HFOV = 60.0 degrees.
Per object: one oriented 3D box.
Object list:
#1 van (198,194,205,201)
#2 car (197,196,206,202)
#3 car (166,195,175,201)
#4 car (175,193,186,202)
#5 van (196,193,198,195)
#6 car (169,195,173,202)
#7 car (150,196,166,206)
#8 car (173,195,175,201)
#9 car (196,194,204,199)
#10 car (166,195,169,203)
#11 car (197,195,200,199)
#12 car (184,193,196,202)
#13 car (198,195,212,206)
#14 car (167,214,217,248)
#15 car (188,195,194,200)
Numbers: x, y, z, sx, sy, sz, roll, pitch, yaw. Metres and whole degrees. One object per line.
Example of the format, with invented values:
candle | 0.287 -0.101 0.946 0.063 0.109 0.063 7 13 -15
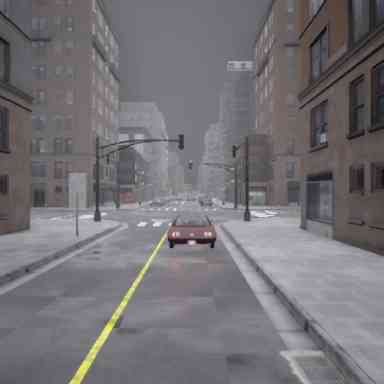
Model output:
van | 2.362 1.474 86.894 1.690 1.788 3.998 0 0 0
car | 2.357 1.667 81.383 2.008 1.369 4.403 0 0 0
car | -5.663 1.573 86.902 1.967 1.590 4.097 0 0 0
car | -3.029 1.590 82.043 1.882 1.535 5.008 0 0 0
van | 2.351 1.442 75.873 1.690 1.788 3.998 0 0 0
car | -5.679 1.669 70.370 1.802 1.307 4.206 0 0 0
car | -5.695 1.492 53.838 1.967 1.590 4.097 0 0 0
car | -5.673 1.652 75.880 2.008 1.369 4.403 0 0 0
car | 2.346 1.653 70.362 1.947 1.339 4.313 0 0 0
car | -5.690 1.503 59.349 1.967 1.590 4.097 0 0 0
car | 2.341 1.656 64.852 1.802 1.307 4.206 0 0 0
car | -0.283 1.562 78.062 1.994 1.385 4.181 0 0 0
car | 2.330 1.618 53.829 1.947 1.339 4.313 0 0 0
car | 0.000 1.618 14.680 1.895 1.301 4.718 0 0 0
car | -0.270 1.503 91.397 1.812 1.442 4.674 0 0 0
